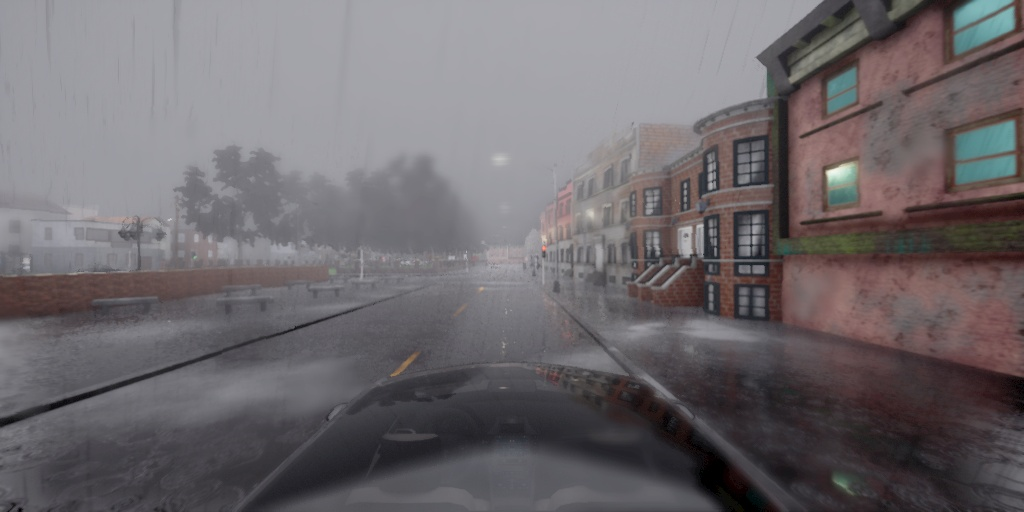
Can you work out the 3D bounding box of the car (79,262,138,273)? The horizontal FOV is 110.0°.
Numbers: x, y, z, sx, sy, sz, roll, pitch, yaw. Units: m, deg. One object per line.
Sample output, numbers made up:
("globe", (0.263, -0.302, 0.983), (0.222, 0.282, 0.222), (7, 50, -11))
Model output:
("car", (-41.098, 1.412, 36.666), (4.892, 1.490, 1.837), (0, -1, 0))
